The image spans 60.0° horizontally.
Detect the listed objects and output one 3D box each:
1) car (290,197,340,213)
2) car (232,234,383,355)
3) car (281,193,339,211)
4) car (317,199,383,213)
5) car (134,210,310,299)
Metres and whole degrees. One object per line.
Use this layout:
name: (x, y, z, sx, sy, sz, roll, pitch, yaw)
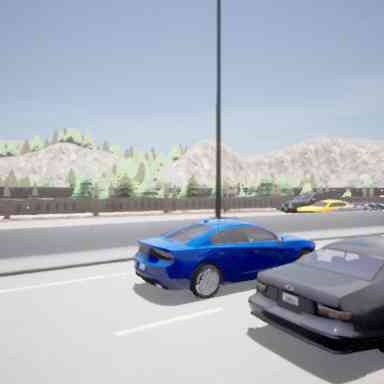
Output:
car: (10.228, 1.355, 25.007, 5.008, 1.535, 1.882, 0, 0, -22)
car: (3.514, 1.519, 5.876, 5.357, 1.411, 2.033, 0, 0, -31)
car: (10.439, 1.078, 28.881, 5.566, 2.045, 2.150, 0, 0, -21)
car: (10.960, 1.388, 21.507, 4.902, 1.511, 2.128, 0, 0, -23)
car: (1.048, 1.433, 8.386, 5.008, 1.535, 1.882, 0, 0, -32)
